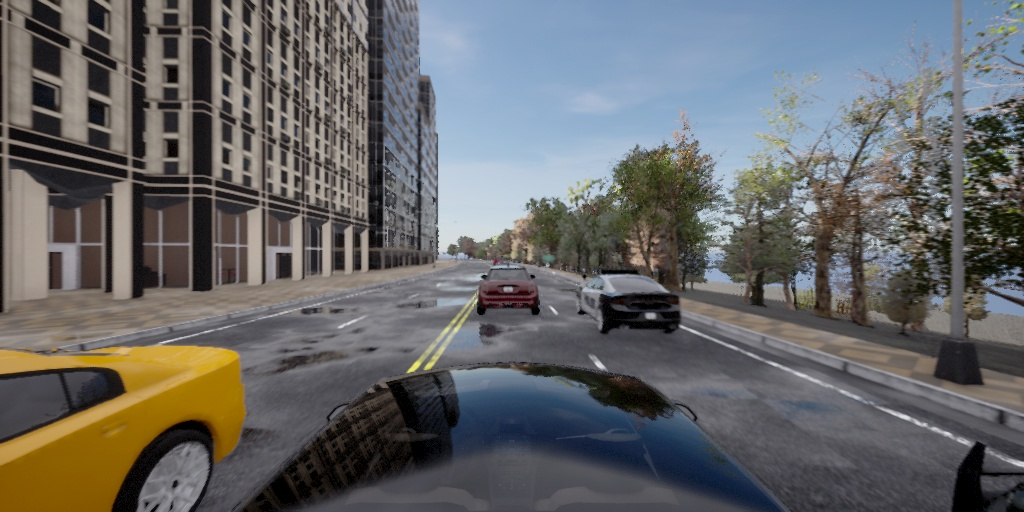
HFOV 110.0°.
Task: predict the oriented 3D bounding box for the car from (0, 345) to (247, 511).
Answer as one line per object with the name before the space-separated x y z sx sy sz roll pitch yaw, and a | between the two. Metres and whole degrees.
car | -3.362 1.229 1.163 1.882 1.535 5.008 0 0 0

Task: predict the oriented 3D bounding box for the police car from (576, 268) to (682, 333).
police car | 3.207 1.200 10.945 1.930 1.638 5.238 0 0 -1

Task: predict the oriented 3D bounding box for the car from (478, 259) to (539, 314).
car | -0.146 1.138 14.055 2.097 1.767 4.553 0 0 -1

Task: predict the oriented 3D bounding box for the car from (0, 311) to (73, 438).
car | -6.607 1.359 2.268 1.895 1.301 4.718 0 0 0
